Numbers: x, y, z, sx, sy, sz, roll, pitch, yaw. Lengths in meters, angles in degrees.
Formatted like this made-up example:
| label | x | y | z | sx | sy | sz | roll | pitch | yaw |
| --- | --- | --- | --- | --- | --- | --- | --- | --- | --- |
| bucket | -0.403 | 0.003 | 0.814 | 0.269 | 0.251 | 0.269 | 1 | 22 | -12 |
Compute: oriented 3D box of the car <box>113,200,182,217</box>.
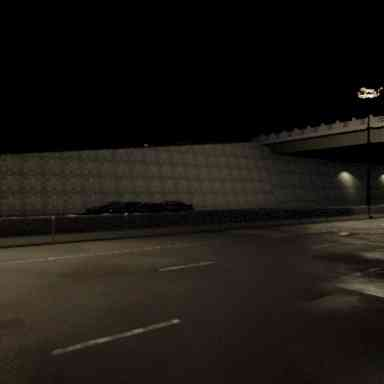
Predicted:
| label | x | y | z | sx | sy | sz | roll | pitch | yaw |
| --- | --- | --- | --- | --- | --- | --- | --- | --- | --- |
| car | -3.560 | 1.618 | 27.116 | 4.892 | 1.490 | 1.837 | 1 | 0 | -35 |

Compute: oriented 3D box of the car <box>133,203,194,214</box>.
| label | x | y | z | sx | sy | sz | roll | pitch | yaw |
| --- | --- | --- | --- | --- | --- | --- | --- | --- | --- |
| car | -1.555 | 1.725 | 24.248 | 4.718 | 1.301 | 1.895 | 1 | 0 | -35 |

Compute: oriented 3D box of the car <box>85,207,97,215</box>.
| label | x | y | z | sx | sy | sz | roll | pitch | yaw |
| --- | --- | --- | --- | --- | --- | --- | --- | --- | --- |
| car | -7.621 | 1.656 | 32.818 | 5.357 | 1.411 | 2.033 | 1 | 0 | -35 |

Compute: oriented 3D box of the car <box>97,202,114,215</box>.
| label | x | y | z | sx | sy | sz | roll | pitch | yaw |
| --- | --- | --- | --- | --- | --- | --- | --- | --- | --- |
| car | -5.590 | 1.568 | 29.967 | 5.008 | 1.535 | 1.882 | 1 | 0 | -35 |
